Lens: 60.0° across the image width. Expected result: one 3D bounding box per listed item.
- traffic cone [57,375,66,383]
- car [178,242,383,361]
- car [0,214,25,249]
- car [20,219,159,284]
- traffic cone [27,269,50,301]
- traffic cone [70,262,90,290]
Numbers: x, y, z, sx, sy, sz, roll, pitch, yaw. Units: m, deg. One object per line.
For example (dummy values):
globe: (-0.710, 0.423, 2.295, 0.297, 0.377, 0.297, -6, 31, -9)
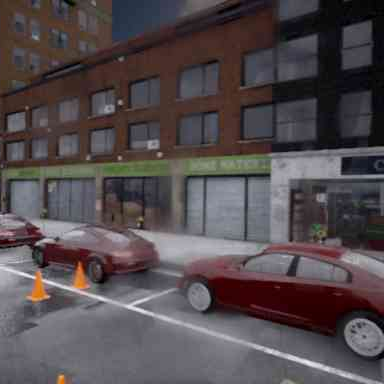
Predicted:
traffic cone: (-1.178, 1.945, 2.985, 0.340, 0.580, 0.340, 1, 0, 36)
car: (1.787, 1.576, 5.935, 4.507, 1.381, 1.887, 1, 0, 36)
car: (-7.329, 1.491, 12.648, 4.206, 1.307, 1.802, 1, 0, 36)
car: (-2.771, 1.553, 9.292, 4.206, 1.307, 1.802, 1, 0, 36)
traffic cone: (-3.213, 1.919, 6.967, 0.340, 0.580, 0.340, 1, 0, 36)
traffic cone: (-2.619, 1.928, 7.772, 0.340, 0.580, 0.340, 1, 0, 36)
